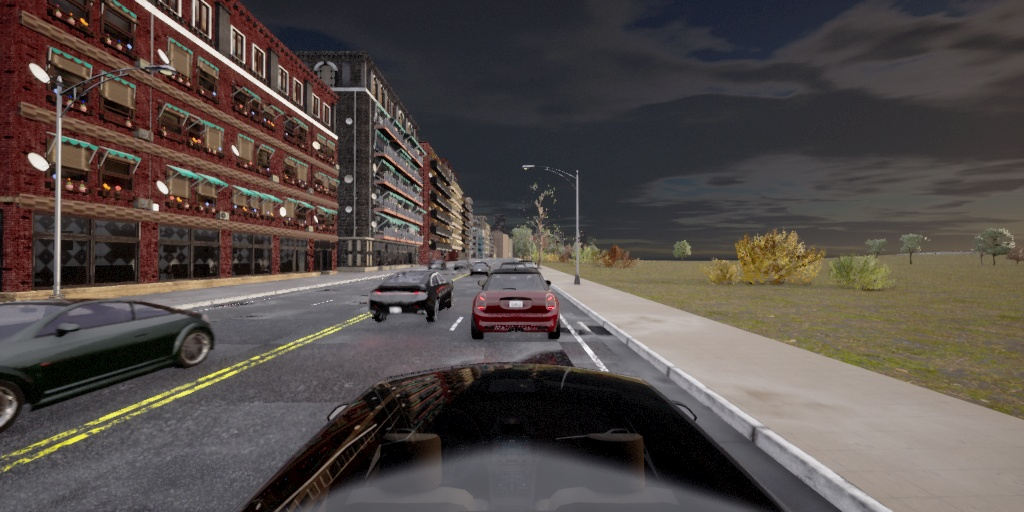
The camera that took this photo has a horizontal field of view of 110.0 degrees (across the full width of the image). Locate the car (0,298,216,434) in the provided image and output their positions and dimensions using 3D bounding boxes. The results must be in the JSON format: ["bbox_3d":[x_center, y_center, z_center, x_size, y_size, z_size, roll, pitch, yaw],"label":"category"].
[{"bbox_3d":[-6.604,1.314,5.040,1.994,1.385,4.181,0,0,0],"label":"car"}]

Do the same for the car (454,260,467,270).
[{"bbox_3d":[-6.654,1.256,48.267,1.837,1.490,4.892,0,0,0],"label":"car"}]

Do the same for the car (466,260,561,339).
[{"bbox_3d":[0.082,1.103,10.196,2.097,1.767,4.553,0,0,0],"label":"car"}]

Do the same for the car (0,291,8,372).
[{"bbox_3d":[-9.856,1.314,4.213,1.994,1.385,4.181,0,0,0],"label":"car"}]

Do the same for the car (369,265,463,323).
[{"bbox_3d":[-3.165,1.243,12.154,2.128,1.511,4.902,0,0,0],"label":"car"}]

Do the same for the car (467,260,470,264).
[{"bbox_3d":[-3.192,1.317,37.329,1.994,1.385,4.181,0,0,0],"label":"car"}]

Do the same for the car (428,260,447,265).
[{"bbox_3d":[-9.903,1.243,47.719,2.128,1.511,4.902,0,0,0],"label":"car"}]

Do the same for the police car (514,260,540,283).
[{"bbox_3d":[1.104,1.178,29.464,1.930,1.638,5.238,0,0,0],"label":"police car"}]
